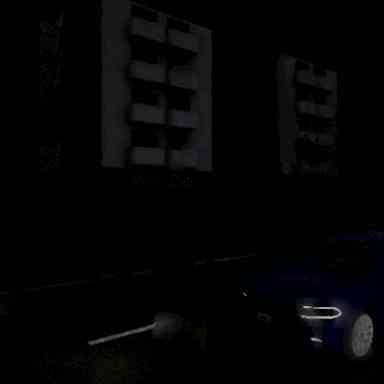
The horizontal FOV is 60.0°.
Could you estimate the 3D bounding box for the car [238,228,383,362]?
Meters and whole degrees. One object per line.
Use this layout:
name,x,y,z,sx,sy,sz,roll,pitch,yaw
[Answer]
car,3.067,1.478,6.060,5.008,1.535,1.882,0,0,-34
